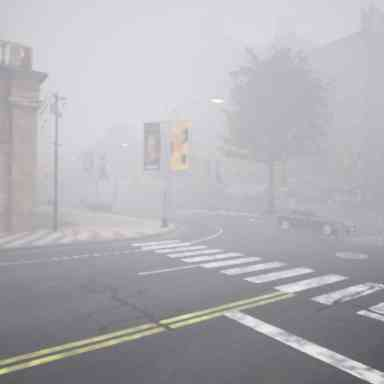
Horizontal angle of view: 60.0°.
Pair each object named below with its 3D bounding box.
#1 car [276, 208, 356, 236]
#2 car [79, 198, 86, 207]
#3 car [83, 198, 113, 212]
[{"bbox_3d":[7.346,1.762,20.101,1.837,1.490,4.892,1,1,-35],"label":"car"},{"bbox_3d":[-17.044,1.736,54.687,2.128,1.511,4.902,1,0,-35],"label":"car"},{"bbox_3d":[-11.432,1.749,41.089,1.895,1.301,4.718,1,0,-35],"label":"car"}]
